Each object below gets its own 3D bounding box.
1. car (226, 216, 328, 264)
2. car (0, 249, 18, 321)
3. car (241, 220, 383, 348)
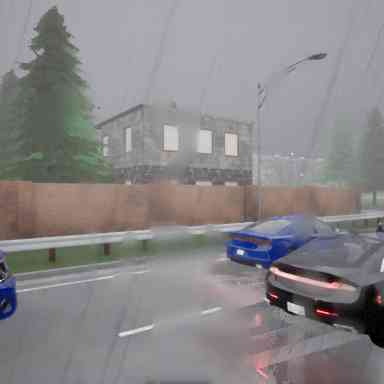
[{"bbox_3d":[3.324,1.478,10.436,5.008,1.535,1.882,0,0,-36],"label":"car"},{"bbox_3d":[-5.367,1.222,4.213,5.566,2.045,2.150,0,0,-35],"label":"car"},{"bbox_3d":[3.495,1.492,6.260,4.902,1.511,2.128,0,0,-35],"label":"car"}]
